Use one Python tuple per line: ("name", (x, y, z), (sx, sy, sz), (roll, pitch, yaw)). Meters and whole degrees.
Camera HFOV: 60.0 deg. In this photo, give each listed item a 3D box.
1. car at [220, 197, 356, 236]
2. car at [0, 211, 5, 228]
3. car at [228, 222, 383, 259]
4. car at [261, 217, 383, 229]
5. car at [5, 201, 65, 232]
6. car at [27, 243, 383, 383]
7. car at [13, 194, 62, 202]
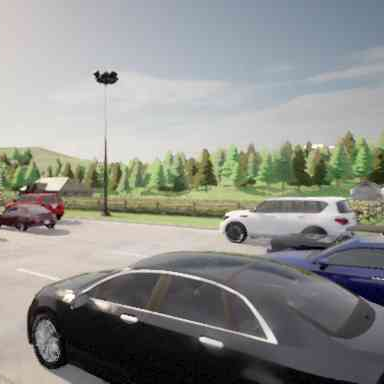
("car", (3.919, 1.207, 14.096), (5.566, 2.045, 2.150), (0, 0, 36))
("car", (-11.852, 1.433, 16.745), (4.902, 1.511, 2.128), (0, 0, 35))
("car", (3.189, 1.524, 6.016), (4.674, 1.442, 1.812), (0, 0, 36))
("car", (4.580, 1.597, 9.324), (4.718, 1.301, 1.895), (0, 0, 35))
("car", (-9.826, 1.467, 19.583), (4.674, 1.442, 1.812), (0, 0, 35))
("car", (-0.098, 1.498, 4.062), (4.892, 1.490, 1.837), (0, 0, 36))
("car", (-12.102, 1.147, 25.522), (5.566, 2.045, 2.150), (0, 0, 35))
